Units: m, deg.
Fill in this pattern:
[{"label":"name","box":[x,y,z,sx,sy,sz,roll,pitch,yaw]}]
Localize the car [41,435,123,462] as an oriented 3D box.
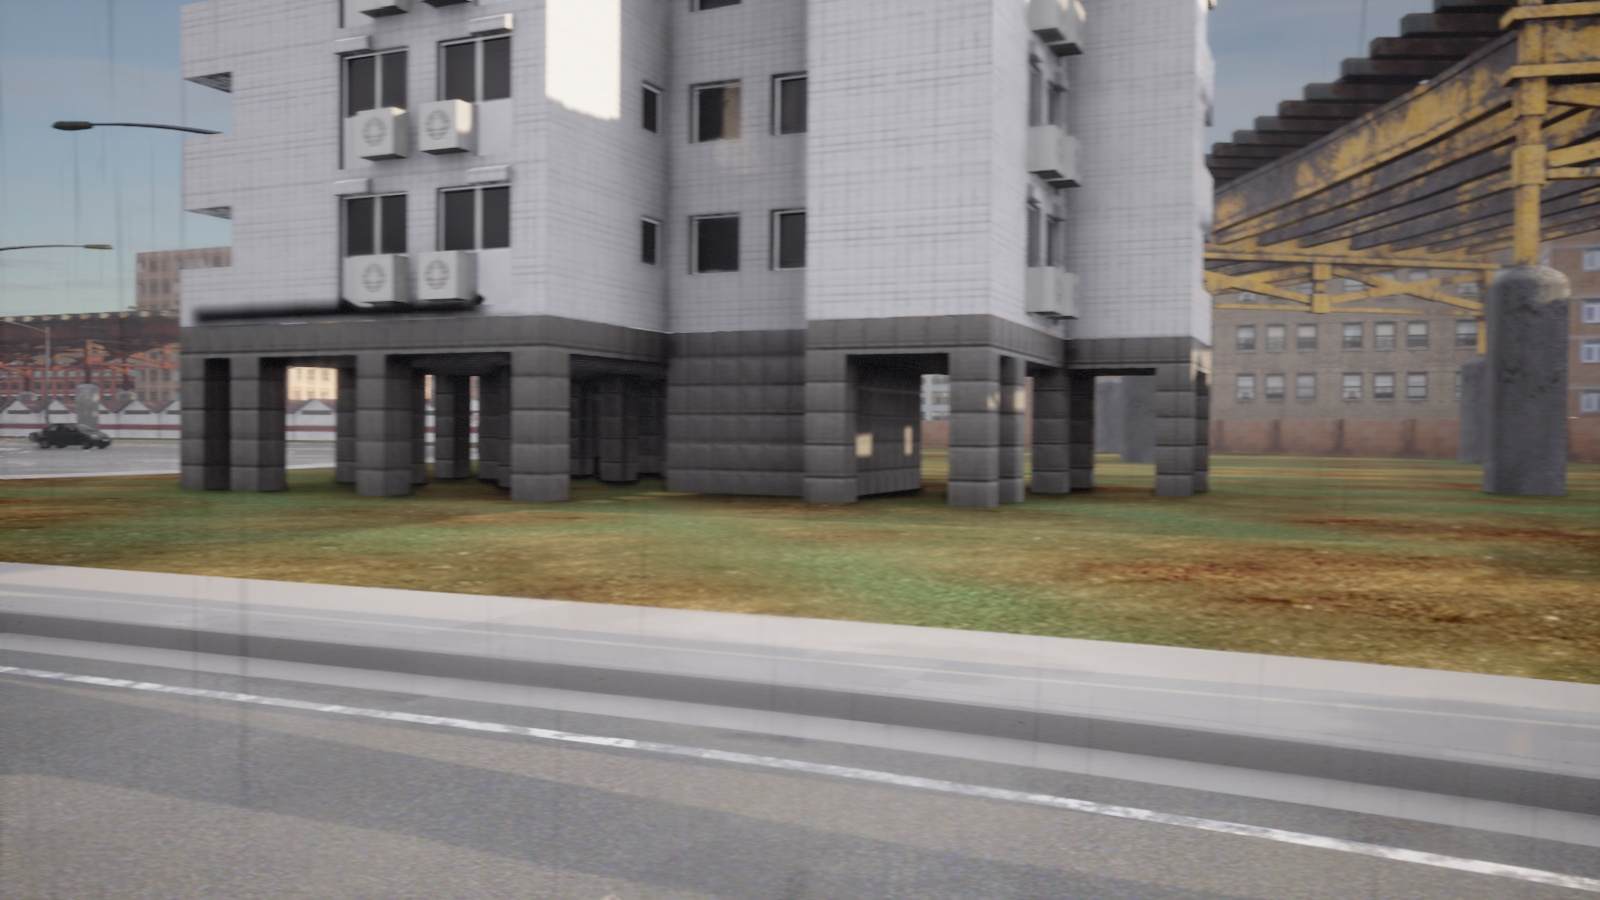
[{"label":"car","box":[-44.086,-0.093,77.143,3.988,1.617,1.851,0,1,6]}]
